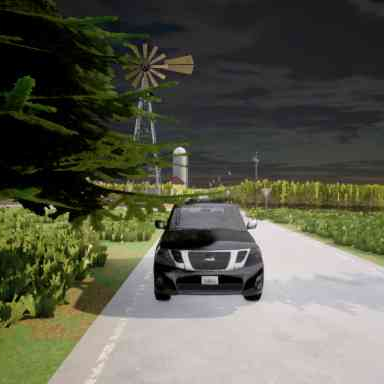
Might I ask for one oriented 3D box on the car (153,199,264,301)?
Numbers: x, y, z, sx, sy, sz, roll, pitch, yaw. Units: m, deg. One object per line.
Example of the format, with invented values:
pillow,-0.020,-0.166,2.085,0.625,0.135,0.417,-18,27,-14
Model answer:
car,0.334,1.221,8.691,2.150,2.045,5.566,0,0,0
